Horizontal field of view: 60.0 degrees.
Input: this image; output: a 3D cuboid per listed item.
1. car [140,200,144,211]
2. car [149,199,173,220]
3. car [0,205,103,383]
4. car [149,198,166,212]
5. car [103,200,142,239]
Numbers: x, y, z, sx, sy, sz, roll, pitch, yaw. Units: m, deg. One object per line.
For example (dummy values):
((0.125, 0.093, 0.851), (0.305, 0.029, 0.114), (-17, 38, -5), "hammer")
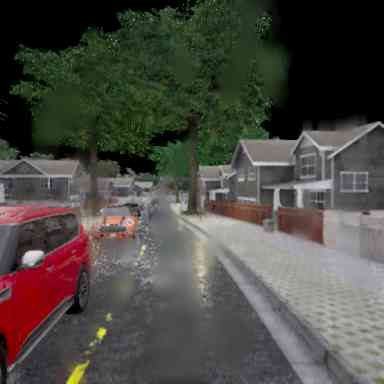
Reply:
((-6.173, 1.780, 34.186), (1.882, 1.535, 5.008), (0, -1, -8), "car")
((-2.971, 1.607, 31.351), (2.097, 1.767, 4.553), (0, 0, -8), "car")
((-3.041, 1.269, 4.754), (2.150, 2.045, 5.566), (0, 0, -3), "car")
((-4.673, 1.725, 45.060), (2.097, 1.767, 4.553), (0, -1, -6), "car")
((-4.032, 1.515, 18.123), (2.097, 1.767, 4.553), (0, -1, -6), "car")
